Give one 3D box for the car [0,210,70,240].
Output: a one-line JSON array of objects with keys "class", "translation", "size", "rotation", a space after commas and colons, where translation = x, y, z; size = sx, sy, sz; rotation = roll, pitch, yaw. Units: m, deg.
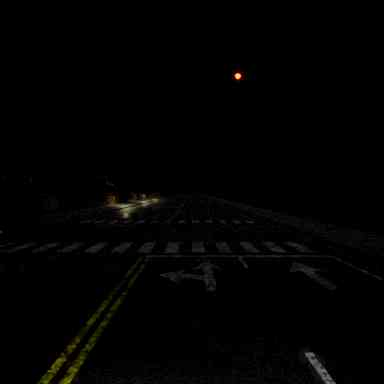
[{"class": "car", "translation": [-8.590, 1.552, 15.529], "size": [5.357, 1.411, 2.033], "rotation": [0, 0, -33]}]
